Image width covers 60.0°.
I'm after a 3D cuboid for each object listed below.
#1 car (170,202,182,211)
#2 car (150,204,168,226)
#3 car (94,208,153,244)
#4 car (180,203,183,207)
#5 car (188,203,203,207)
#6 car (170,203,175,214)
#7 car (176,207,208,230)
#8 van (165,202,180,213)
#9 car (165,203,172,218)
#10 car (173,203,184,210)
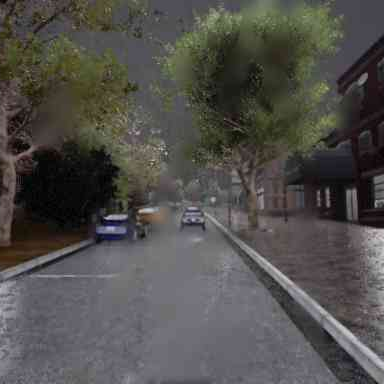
[{"bbox_3d":[-3.437,3.138,73.604,2.185,1.767,4.553,-1,-1,2],"label":"car"},{"bbox_3d":[-3.650,2.092,28.682,2.097,1.535,5.008,1,-2,2],"label":"car"},{"bbox_3d":[-3.643,1.804,17.577,2.163,1.488,4.792,1,-2,2],"label":"car"},{"bbox_3d":[-3.435,3.139,67.894,2.231,1.521,4.892,0,-1,2],"label":"car"},{"bbox_3d":[0.080,2.545,42.902,1.812,1.442,4.674,0,-2,0],"label":"car"},{"bbox_3d":[-3.666,2.441,39.845,2.163,1.488,4.792,0,-1,2],"label":"car"},{"bbox_3d":[0.086,2.067,25.429,2.033,1.411,5.357,0,-2,0],"label":"car"},{"bbox_3d":[-3.653,2.638,56.650,1.878,1.987,4.442,1,-1,2],"label":"van"},{"bbox_3d":[-3.660,2.251,34.241,2.097,1.535,5.008,0,-1,2],"label":"car"},{"bbox_3d":[-3.198,3.392,79.302,2.097,1.535,5.008,0,-2,2],"label":"car"}]
